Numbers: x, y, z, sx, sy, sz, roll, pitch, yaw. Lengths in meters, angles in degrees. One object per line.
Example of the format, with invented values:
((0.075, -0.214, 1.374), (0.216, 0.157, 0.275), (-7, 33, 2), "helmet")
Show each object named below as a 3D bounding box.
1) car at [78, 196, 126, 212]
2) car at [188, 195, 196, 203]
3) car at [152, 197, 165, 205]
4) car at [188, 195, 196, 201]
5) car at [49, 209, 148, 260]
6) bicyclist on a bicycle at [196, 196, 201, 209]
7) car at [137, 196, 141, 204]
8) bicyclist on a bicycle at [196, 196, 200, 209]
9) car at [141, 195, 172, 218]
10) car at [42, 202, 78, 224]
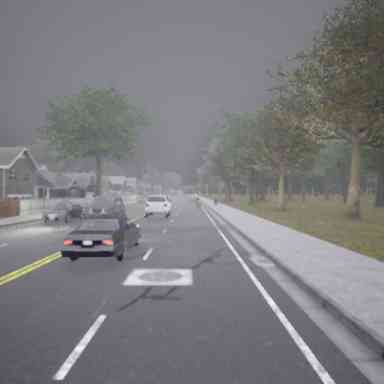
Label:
((-6.594, 1.304, 25.739), (2.150, 2.045, 5.566), (0, -1, 0), "car")
((0.015, 1.782, 75.037), (2.033, 1.411, 5.357), (0, 0, 0), "car")
((-6.496, 1.771, 65.066), (2.033, 1.411, 5.357), (0, 0, 0), "car")
((0.019, 1.581, 87.436), (1.882, 1.535, 5.008), (0, 0, 0), "car")
((-3.147, 1.587, 12.526), (2.033, 1.411, 5.357), (0, 0, 0), "car")
((0.886, 1.565, 41.284), (0.866, 1.612, 1.509), (0, 0, 0), "bicyclist on a bicycle")
((-9.742, 1.565, 66.933), (2.097, 1.767, 4.553), (0, 0, 0), "car")
((0.904, 1.525, 49.561), (0.659, 1.776, 1.843), (0, 0, 0), "bicyclist on a bicycle")
((-3.143, 1.321, 31.783), (2.150, 2.045, 5.566), (0, 0, 0), "car")
((-9.843, 1.572, 25.829), (2.128, 1.511, 4.902), (0, 0, 0), "car")
